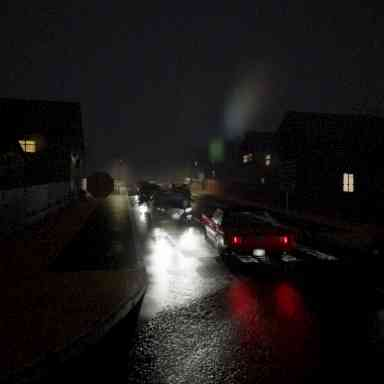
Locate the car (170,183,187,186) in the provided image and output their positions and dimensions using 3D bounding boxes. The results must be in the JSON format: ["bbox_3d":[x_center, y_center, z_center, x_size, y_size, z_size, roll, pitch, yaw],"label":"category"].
[{"bbox_3d":[-1.392,-0.106,31.805,2.128,1.511,4.902,0,3,-12],"label":"car"}]

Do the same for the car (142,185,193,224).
[{"bbox_3d":[-1.205,0.656,16.930,2.128,1.511,4.902,1,3,-12],"label":"car"}]

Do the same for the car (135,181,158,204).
[{"bbox_3d":[-3.381,0.071,27.329,1.882,1.535,5.008,0,3,-12],"label":"car"}]

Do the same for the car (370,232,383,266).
[{"bbox_3d":[7.083,1.389,8.019,5.008,1.535,1.882,4,3,7],"label":"car"}]

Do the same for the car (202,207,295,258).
[{"bbox_3d":[1.491,1.134,10.684,1.895,1.301,4.718,1,3,-6],"label":"car"}]
